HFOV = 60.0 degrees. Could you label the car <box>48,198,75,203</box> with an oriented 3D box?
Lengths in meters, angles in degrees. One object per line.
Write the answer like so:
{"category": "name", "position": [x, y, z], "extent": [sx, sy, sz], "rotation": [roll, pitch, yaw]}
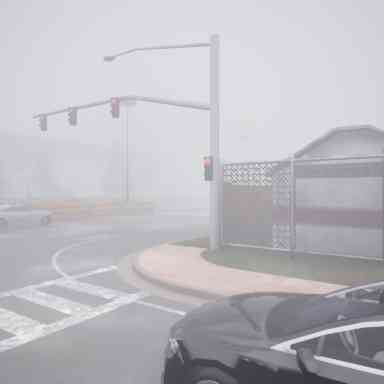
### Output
{"category": "car", "position": [-14.919, 1.564, 34.838], "extent": [1.994, 1.385, 4.181], "rotation": [0, 0, 34]}

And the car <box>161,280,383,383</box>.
{"category": "car", "position": [1.925, 1.492, 2.640], "extent": [4.902, 1.511, 2.128], "rotation": [0, 0, 36]}

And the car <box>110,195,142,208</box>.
{"category": "car", "position": [-9.652, 1.352, 48.994], "extent": [2.097, 1.767, 4.553], "rotation": [0, 0, 34]}

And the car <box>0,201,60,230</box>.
{"category": "car", "position": [-11.187, 1.525, 21.150], "extent": [1.812, 1.442, 4.674], "rotation": [0, 0, 34]}

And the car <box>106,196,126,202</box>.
{"category": "car", "position": [-9.758, 1.547, 42.550], "extent": [2.033, 1.411, 5.357], "rotation": [0, 0, 34]}

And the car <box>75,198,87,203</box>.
{"category": "car", "position": [-15.101, 1.505, 40.860], "extent": [1.837, 1.490, 4.892], "rotation": [0, 0, 34]}
